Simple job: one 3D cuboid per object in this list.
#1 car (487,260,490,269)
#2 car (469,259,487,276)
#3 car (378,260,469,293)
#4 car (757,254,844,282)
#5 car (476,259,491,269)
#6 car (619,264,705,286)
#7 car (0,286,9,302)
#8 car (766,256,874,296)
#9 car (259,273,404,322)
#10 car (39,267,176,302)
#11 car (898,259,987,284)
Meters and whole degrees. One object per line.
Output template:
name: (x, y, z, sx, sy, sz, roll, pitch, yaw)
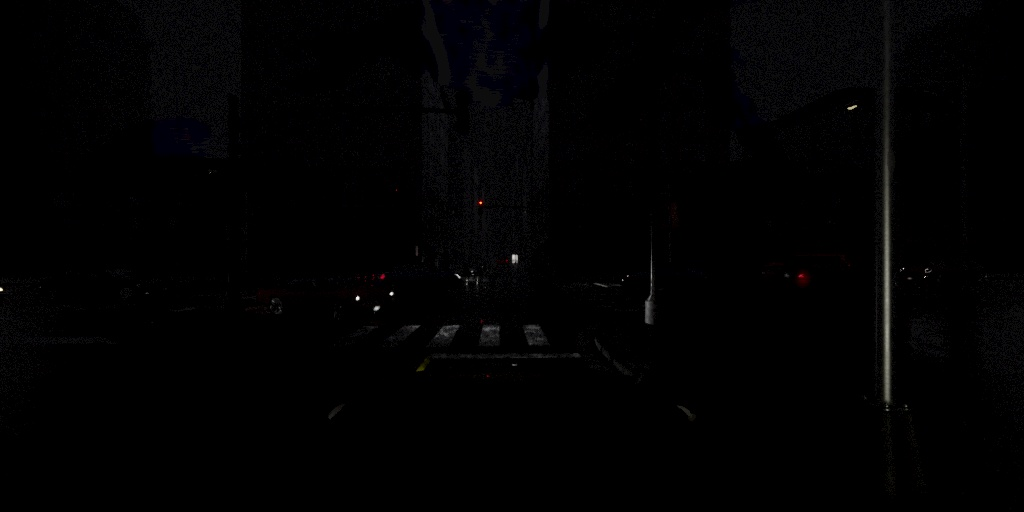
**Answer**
car: (-4.288, 1.285, 47.905, 1.837, 1.490, 4.892, 0, 0, -2)
car: (-4.001, 1.260, 37.526, 2.128, 1.511, 4.902, 0, 0, -2)
car: (-5.021, 1.108, 19.482, 4.553, 1.767, 2.097, 0, 0, -29)
car: (20.167, 0.883, 24.851, 5.566, 2.045, 2.150, 0, 0, -2)
car: (-4.572, 1.282, 58.301, 2.128, 1.511, 4.902, 0, 0, -1)
car: (10.209, 1.244, 24.539, 5.357, 1.411, 2.033, 0, 0, -2)
car: (-22.548, 1.430, 13.556, 4.718, 1.301, 1.895, 0, 0, -2)
car: (15.921, 1.028, 18.014, 4.553, 1.767, 2.097, 0, 0, -2)
car: (-6.311, 1.364, 12.329, 4.718, 1.301, 1.895, 0, 0, 24)
car: (-18.919, 1.292, 16.922, 5.008, 1.535, 1.882, 0, 0, -2)
car: (30.060, 0.982, 25.153, 4.553, 1.767, 2.097, 0, 0, -2)
